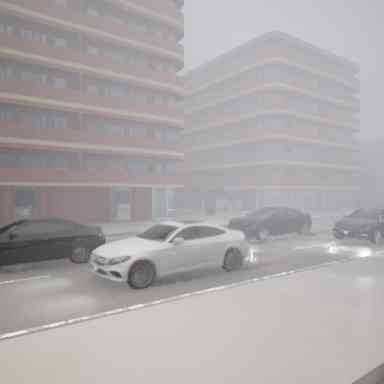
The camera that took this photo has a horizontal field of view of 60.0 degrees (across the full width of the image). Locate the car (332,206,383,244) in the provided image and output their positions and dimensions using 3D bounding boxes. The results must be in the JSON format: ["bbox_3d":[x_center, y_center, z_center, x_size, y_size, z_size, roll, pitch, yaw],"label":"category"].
[{"bbox_3d":[8.639,1.505,15.882,4.892,1.490,1.837,0,0,-36],"label":"car"}]

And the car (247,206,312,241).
[{"bbox_3d":[4.019,1.477,16.846,5.008,1.535,1.882,0,0,-36],"label":"car"}]

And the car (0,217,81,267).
[{"bbox_3d":[-5.012,1.526,10.250,4.674,1.442,1.812,-1,0,-36],"label":"car"}]

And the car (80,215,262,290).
[{"bbox_3d":[-0.410,1.526,9.268,4.674,1.442,1.812,0,0,-36],"label":"car"}]
